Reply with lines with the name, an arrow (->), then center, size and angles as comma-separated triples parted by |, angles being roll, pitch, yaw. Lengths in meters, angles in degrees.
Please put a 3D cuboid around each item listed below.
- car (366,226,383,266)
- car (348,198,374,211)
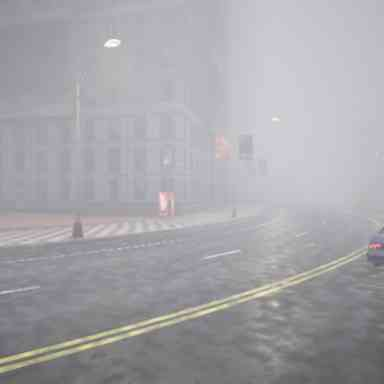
car -> 7.077, 1.523, 10.569 | 2.033, 1.411, 5.357 | 0, 0, 41
car -> 19.512, 1.385, 38.532 | 1.882, 1.535, 5.008 | 0, 0, 15
